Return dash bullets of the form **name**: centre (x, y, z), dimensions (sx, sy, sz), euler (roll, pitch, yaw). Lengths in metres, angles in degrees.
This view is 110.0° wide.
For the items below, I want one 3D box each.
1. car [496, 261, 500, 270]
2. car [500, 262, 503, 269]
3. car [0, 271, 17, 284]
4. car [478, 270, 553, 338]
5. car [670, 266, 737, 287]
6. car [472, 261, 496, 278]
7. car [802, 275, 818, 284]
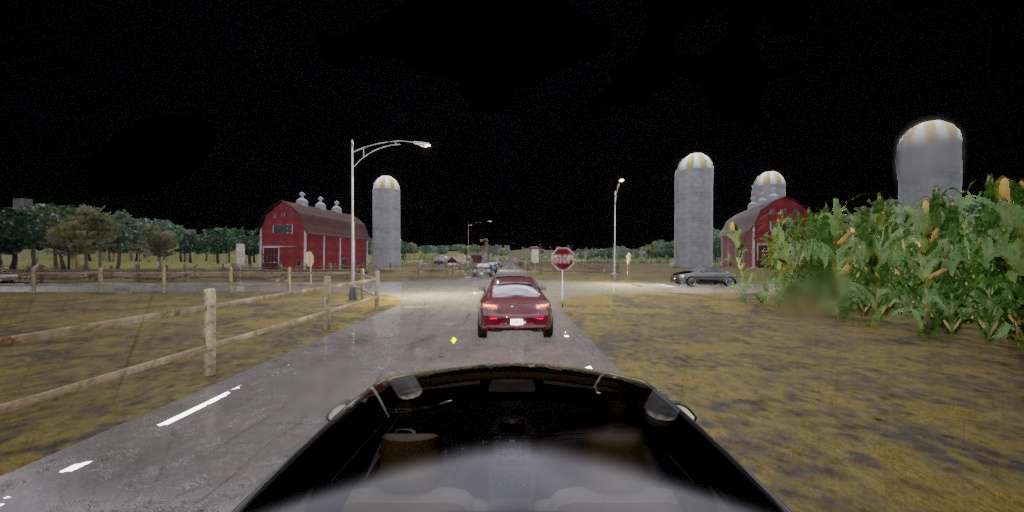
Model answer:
- **car**: centre (-2.922, 1.485, 48.029), dimensions (1.812, 1.442, 4.674), euler (0, -1, 0)
- **car**: centre (-2.912, 1.622, 59.229), dimensions (1.994, 1.385, 4.181), euler (0, -1, 0)
- **car**: centre (-39.153, 1.489, 25.802), dimensions (4.718, 1.301, 1.895), euler (0, 1, 0)
- **car**: centre (0.037, 1.283, 10.146), dimensions (1.812, 1.442, 4.674), euler (0, 0, -2)
- **car**: centre (13.654, 1.444, 25.677), dimensions (4.181, 1.385, 1.994), euler (0, 1, 0)
- **car**: centre (-2.903, 1.411, 36.311), dimensions (1.812, 1.442, 4.674), euler (0, 0, 0)
- **car**: centre (23.999, 1.529, 25.660), dimensions (5.357, 1.411, 2.033), euler (1, 1, 0)
